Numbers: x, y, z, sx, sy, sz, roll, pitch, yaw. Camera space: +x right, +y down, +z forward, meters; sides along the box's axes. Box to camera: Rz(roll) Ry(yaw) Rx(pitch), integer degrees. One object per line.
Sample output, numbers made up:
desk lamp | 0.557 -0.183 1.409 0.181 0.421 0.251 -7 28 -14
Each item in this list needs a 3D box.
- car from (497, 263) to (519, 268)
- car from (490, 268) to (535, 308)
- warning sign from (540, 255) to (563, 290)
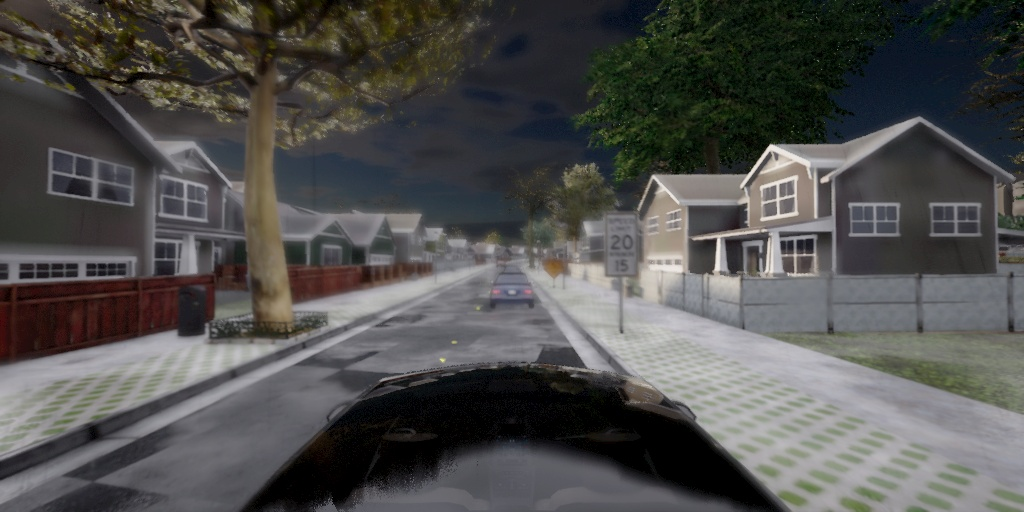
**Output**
car | 0.017 1.542 31.118 1.994 1.385 4.181 0 0 0
car | 0.008 1.421 15.845 2.033 1.411 5.357 0 0 0
warning sign | 2.527 1.031 21.413 1.300 1.860 1.060 0 0 0
